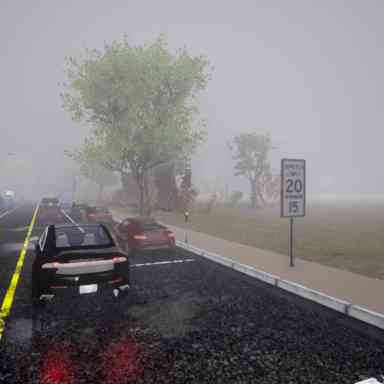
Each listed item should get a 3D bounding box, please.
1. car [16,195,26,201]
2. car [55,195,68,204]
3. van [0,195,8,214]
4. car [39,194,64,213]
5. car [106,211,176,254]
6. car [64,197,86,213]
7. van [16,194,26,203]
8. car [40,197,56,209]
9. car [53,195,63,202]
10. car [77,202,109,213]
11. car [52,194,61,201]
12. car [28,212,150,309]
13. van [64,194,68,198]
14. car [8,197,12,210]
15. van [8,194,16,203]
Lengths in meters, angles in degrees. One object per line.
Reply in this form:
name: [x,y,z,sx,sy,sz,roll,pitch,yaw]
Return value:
car: [-41.070,1.509,80.022,1.887,1.381,4.507,-1,0,-24]
car: [-24.817,1.400,63.121,1.967,1.590,4.097,-1,0,-24]
van: [-20.567,1.331,34.495,1.690,1.788,3.998,-1,0,-24]
car: [-15.404,1.331,36.131,2.097,1.767,4.553,0,0,-24]
car: [-1.940,1.568,12.650,1.802,1.307,4.206,-1,0,-24]
car: [-11.161,1.526,32.808,2.008,1.369,4.403,-1,0,-24]
van: [-36.516,1.312,69.904,1.690,1.788,3.998,-1,0,-24]
car: [-19.669,1.452,45.472,1.882,1.535,5.008,0,0,-24]
car: [-31.642,1.516,78.279,1.947,1.339,4.313,-1,0,-24]
car: [-6.525,1.563,22.742,1.802,1.307,4.206,-1,0,-24]
car: [-33.920,1.387,83.331,1.967,1.590,4.097,-1,0,-24]
car: [-2.817,1.486,8.058,2.128,1.511,4.902,0,0,-24]
van: [-22.542,1.304,58.068,1.690,1.788,3.998,-1,0,-24]
car: [-22.842,1.570,39.554,1.802,1.307,4.206,-1,0,-24]
van: [-25.124,1.326,44.611,1.690,1.788,3.998,-1,0,-24]
